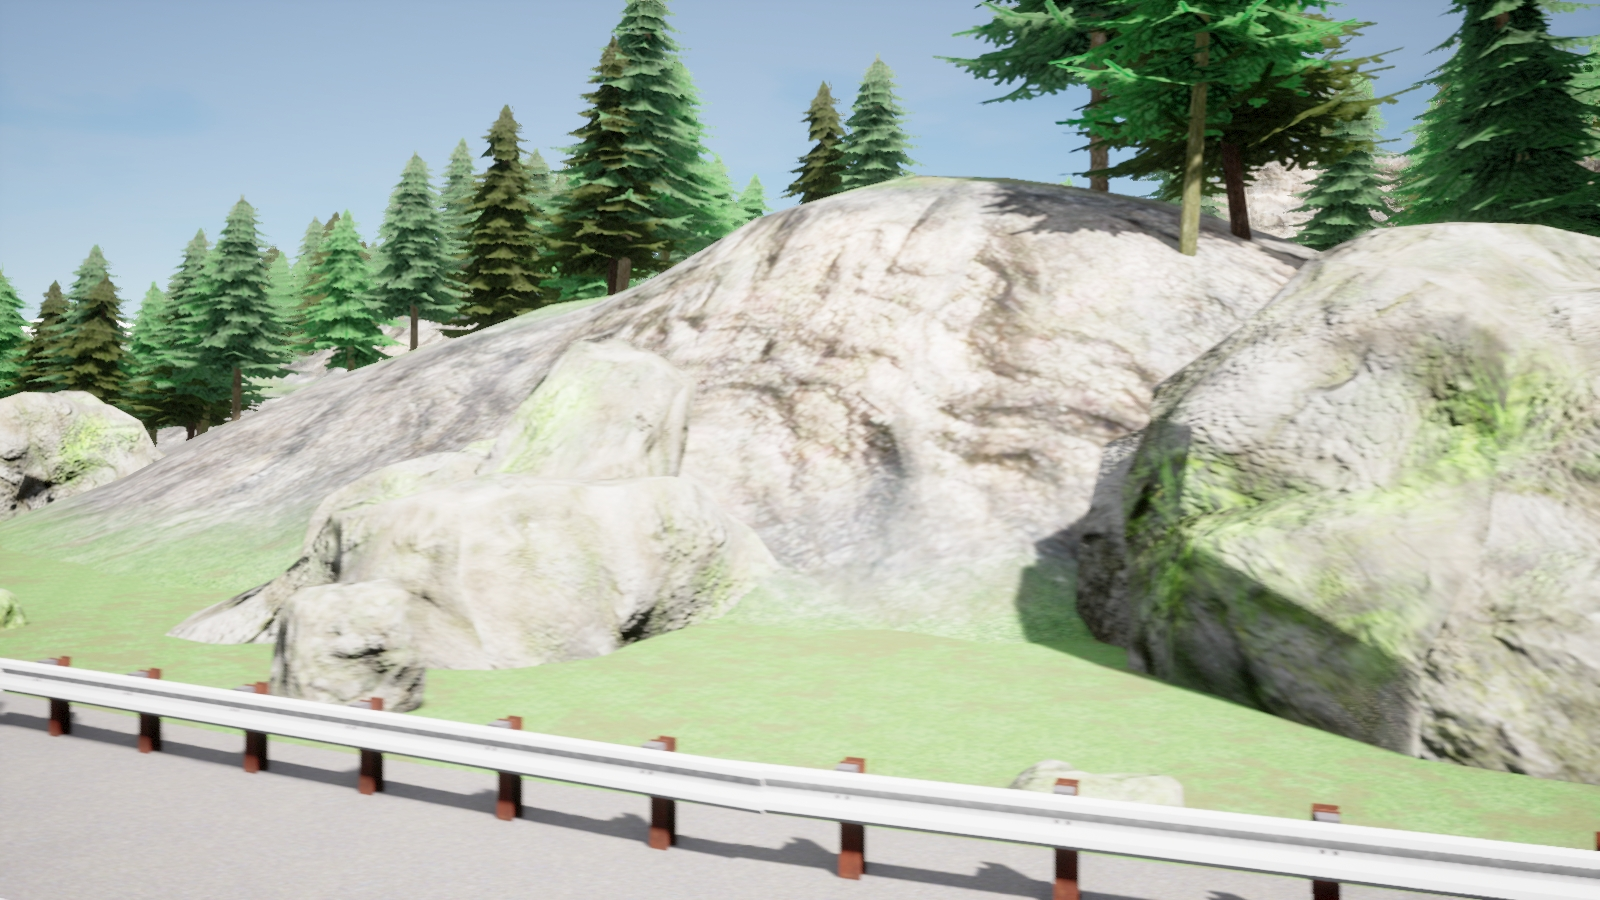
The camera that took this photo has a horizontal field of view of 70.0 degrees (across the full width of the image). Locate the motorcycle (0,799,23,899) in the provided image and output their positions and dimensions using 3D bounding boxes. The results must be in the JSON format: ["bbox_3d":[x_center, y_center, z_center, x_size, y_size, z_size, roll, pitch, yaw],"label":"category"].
[{"bbox_3d":[-4.545,2.178,5.126,2.033,1.217,0.803,0,-1,24],"label":"motorcycle"}]
